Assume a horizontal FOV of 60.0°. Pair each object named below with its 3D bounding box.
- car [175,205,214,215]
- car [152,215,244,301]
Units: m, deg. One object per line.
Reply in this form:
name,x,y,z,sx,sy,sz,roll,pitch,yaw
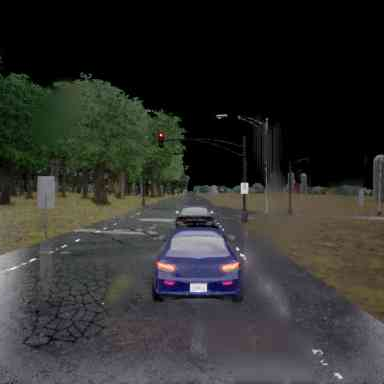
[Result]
car,0.138,1.432,17.431,1.882,1.535,5.008,0,0,0
car,0.122,1.516,8.153,1.812,1.442,4.674,0,0,0
